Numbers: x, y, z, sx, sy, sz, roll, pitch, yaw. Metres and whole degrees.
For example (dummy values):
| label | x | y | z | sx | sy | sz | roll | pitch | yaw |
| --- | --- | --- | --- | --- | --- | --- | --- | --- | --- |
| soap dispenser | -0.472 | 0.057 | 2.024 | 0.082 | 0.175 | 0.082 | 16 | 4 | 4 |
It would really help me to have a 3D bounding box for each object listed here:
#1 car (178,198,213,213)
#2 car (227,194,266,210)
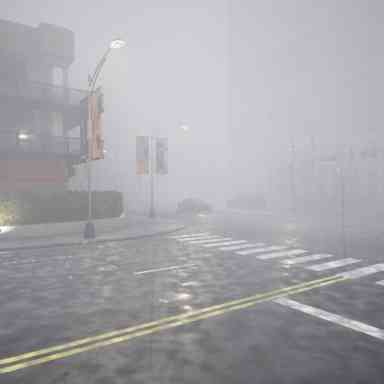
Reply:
| label | x | y | z | sx | sy | sz | roll | pitch | yaw |
| --- | --- | --- | --- | --- | --- | --- | --- | --- | --- |
| car | 0.300 | 1.478 | 37.145 | 1.882 | 1.535 | 5.008 | 0 | 0 | -35 |
| car | 6.831 | 1.221 | 42.080 | 2.150 | 2.045 | 5.566 | 0 | 0 | -35 |
